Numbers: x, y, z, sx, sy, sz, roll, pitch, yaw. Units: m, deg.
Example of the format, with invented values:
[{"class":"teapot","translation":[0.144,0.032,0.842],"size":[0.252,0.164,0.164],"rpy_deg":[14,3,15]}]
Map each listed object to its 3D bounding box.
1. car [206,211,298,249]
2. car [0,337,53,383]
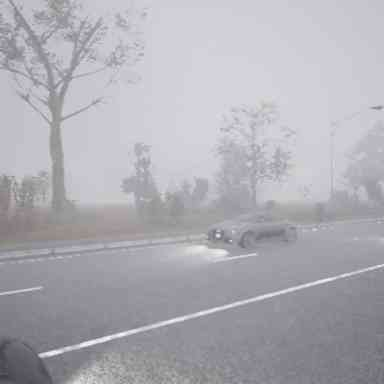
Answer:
[{"class":"car","translation":[2.671,1.557,14.490],"size":[4.181,1.385,1.994],"rpy_deg":[0,0,-35]},{"class":"car","translation":[-2.848,1.564,1.697],"size":[4.181,1.385,1.994],"rpy_deg":[0,0,-36]}]
